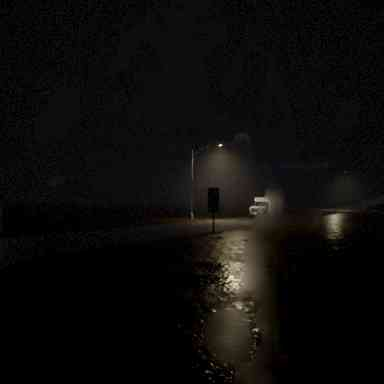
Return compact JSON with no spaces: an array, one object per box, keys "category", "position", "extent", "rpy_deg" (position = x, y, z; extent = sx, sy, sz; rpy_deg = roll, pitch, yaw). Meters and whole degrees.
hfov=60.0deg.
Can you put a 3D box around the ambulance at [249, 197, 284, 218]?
[{"category":"ambulance","position":[9.229,1.894,41.366],"extent":[2.351,2.431,6.366],"rpy_deg":[0,-1,36]}]
